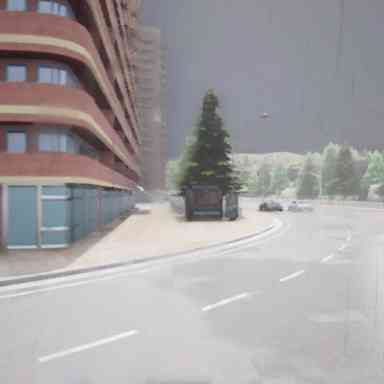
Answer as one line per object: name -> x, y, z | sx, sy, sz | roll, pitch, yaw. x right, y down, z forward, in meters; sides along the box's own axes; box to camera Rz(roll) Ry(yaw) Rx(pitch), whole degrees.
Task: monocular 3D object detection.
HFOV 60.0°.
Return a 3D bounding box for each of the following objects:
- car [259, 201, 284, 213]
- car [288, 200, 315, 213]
car -> 9.629, 1.775, 40.580 | 1.994, 1.385, 4.181 | 0, 0, -5
car -> 13.158, 1.722, 40.447 | 1.812, 1.442, 4.674 | 0, 0, -5
